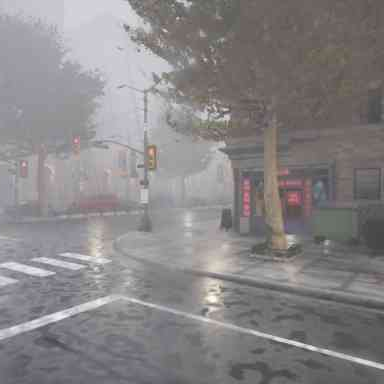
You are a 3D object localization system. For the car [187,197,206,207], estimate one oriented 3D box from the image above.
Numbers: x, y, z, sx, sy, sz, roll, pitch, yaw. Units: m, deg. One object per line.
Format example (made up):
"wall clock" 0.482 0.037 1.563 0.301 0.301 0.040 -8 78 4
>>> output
"car" 0.390 1.526 51.221 1.812 1.442 4.674 0 0 36

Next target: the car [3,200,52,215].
"car" -16.562 1.526 33.731 1.812 1.442 4.674 0 0 36

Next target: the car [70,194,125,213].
"car" -10.455 1.216 36.234 2.150 2.045 5.566 0 1 36

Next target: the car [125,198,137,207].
"car" -10.209 1.595 47.930 1.895 1.301 4.718 0 0 36

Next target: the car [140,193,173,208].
"car" -5.221 1.221 49.455 2.150 2.045 5.566 0 0 36

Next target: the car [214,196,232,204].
"car" 6.105 1.515 64.973 2.128 1.511 4.902 0 0 36
